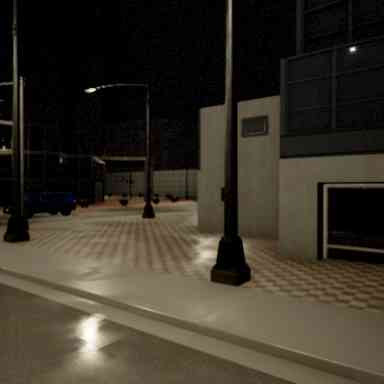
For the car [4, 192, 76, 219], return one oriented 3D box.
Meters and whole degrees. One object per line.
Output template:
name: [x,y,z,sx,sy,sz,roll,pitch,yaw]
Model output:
car: [-12.311,1.012,27.434,2.150,2.045,5.566,1,1,36]
